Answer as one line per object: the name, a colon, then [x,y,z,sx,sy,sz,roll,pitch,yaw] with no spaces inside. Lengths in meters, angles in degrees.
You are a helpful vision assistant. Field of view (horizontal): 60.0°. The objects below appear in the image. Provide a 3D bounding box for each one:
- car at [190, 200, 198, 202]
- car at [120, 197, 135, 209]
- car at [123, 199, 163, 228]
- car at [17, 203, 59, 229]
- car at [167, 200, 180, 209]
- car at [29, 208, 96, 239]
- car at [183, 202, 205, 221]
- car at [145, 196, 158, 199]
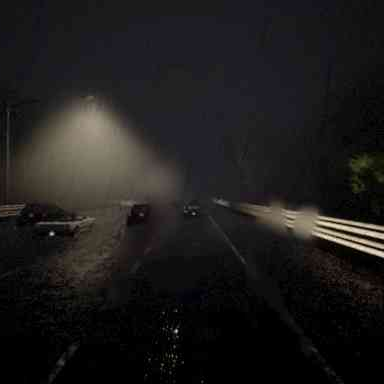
car: [0.352,2.045,56.143,1.837,1.490,4.892,0,-1,0]
car: [-10.164,1.741,53.843,2.150,2.045,5.566,0,0,0]
car: [-3.352,1.584,24.344,2.097,1.767,4.553,0,-1,0]
car: [-10.355,1.577,23.607,2.097,1.767,4.553,0,-1,0]
car: [-3.145,2.107,56.324,1.994,1.385,4.181,0,-1,0]
car: [-6.875,1.778,18.556,1.895,1.301,4.718,0,-1,0]
car: [0.178,1.856,30.568,1.994,1.385,4.181,0,-1,0]
car: [-6.657,1.755,55.189,2.150,2.045,5.566,0,0,1]
